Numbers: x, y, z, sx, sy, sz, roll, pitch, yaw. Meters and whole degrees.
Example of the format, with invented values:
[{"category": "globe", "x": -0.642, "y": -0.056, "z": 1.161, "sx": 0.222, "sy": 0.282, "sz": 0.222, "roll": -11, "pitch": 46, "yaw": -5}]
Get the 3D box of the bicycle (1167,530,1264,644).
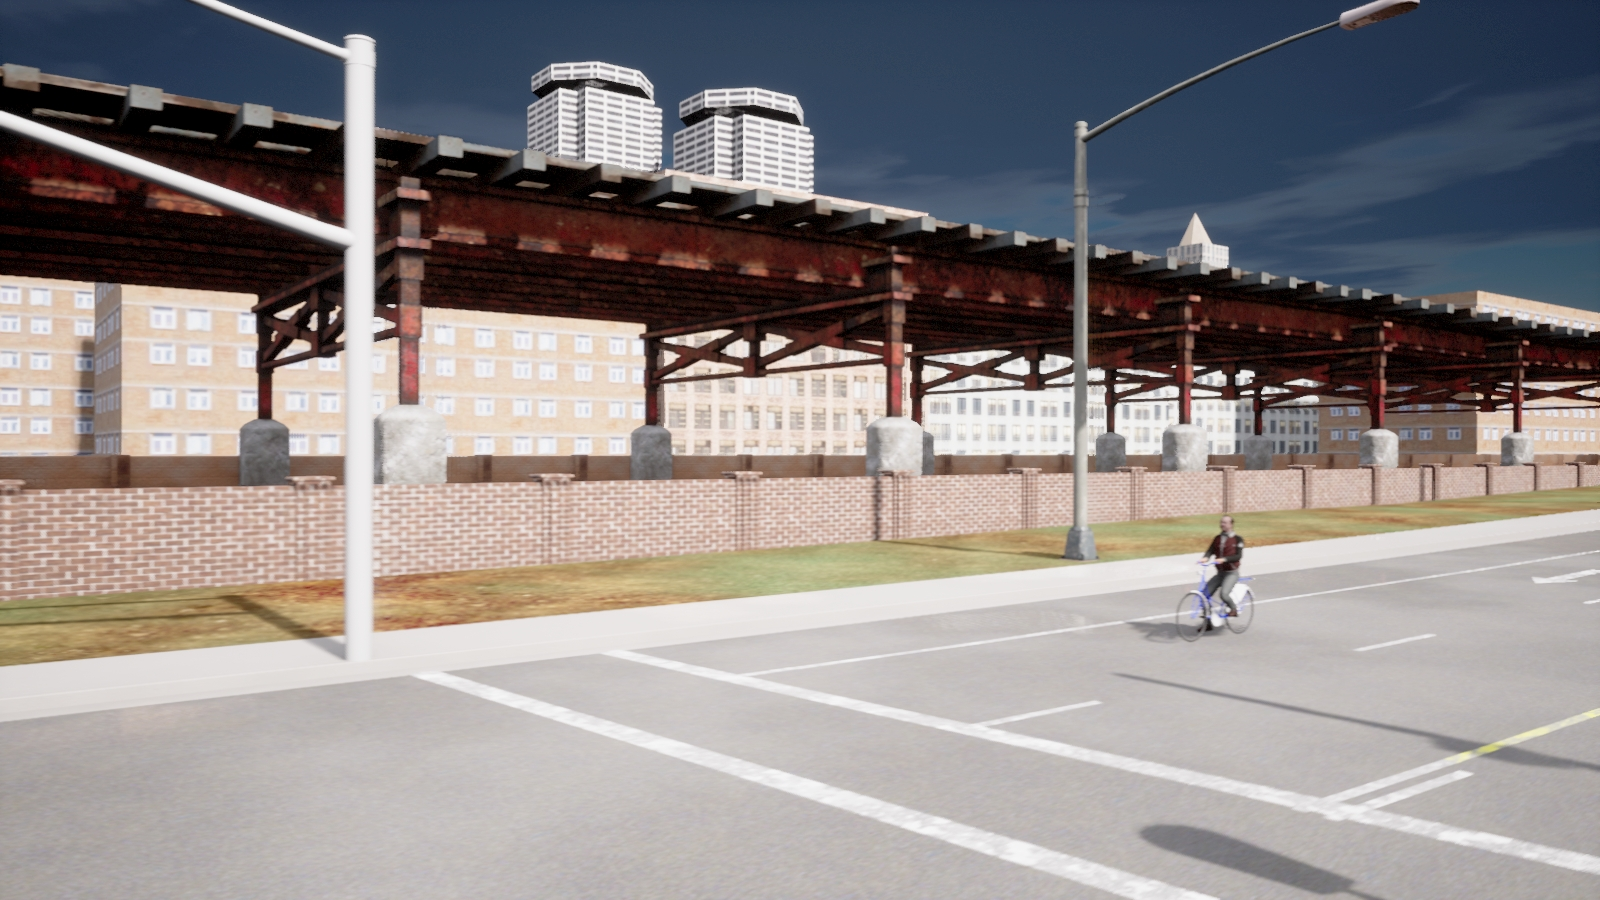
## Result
[{"category": "bicycle", "x": 6.039, "y": 1.950, "z": 16.546, "sx": 1.835, "sy": 1.496, "sz": 0.329, "roll": 0, "pitch": 0, "yaw": -35}]
